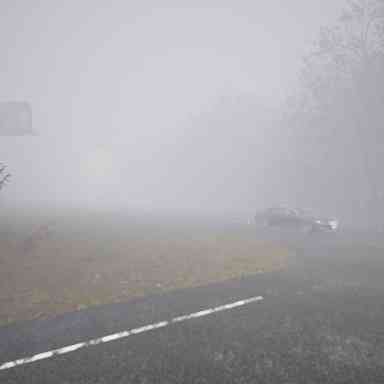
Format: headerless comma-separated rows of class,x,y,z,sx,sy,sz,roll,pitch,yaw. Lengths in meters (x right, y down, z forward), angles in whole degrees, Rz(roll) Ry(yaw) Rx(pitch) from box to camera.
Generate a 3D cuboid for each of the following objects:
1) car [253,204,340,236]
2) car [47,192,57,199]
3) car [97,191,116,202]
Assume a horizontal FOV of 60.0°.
car,5.546,1.417,18.202,2.128,1.511,4.902,0,1,-35
car,-34.175,0.793,81.288,2.097,1.767,4.553,0,0,-27
car,-16.088,0.837,62.408,2.150,2.045,5.566,0,0,-34
